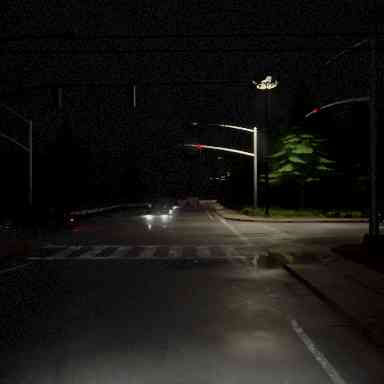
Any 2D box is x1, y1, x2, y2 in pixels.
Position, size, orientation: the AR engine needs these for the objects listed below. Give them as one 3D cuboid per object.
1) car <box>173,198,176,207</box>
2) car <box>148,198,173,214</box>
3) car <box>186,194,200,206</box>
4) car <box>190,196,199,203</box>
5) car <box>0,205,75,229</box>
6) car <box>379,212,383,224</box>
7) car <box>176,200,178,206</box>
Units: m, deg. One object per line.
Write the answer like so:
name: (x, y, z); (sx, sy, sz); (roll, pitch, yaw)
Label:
car: (-3.601, 1.640, 46.541); (1.837, 1.490, 4.892); (0, 0, 0)
car: (-3.615, 1.464, 36.671); (2.097, 1.767, 4.553); (0, 0, 0)
car: (0.191, 1.368, 58.539); (2.150, 2.045, 5.566); (0, 0, 1)
car: (0.553, 1.657, 73.181); (1.882, 1.535, 5.008); (0, 0, 2)
car: (-10.480, 1.638, 22.409); (4.892, 1.490, 1.837); (0, 0, 1)
car: (14.916, 1.609, 21.959); (4.718, 1.301, 1.895); (0, 0, 1)
car: (-3.512, 1.723, 56.621); (1.994, 1.385, 4.181); (0, 0, 1)
